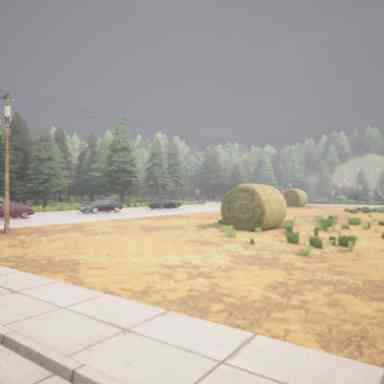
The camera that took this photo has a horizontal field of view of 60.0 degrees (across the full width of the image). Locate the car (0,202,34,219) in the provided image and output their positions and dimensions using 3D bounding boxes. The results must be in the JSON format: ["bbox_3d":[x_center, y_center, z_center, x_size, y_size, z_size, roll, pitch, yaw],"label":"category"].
[{"bbox_3d":[-15.467,1.560,27.353,1.812,1.442,4.674,0,0,37],"label":"car"}]

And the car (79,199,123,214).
[{"bbox_3d":[-9.589,1.526,35.276,2.128,1.511,4.902,0,0,37],"label":"car"}]

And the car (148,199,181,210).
[{"bbox_3d":[-3.525,1.635,43.432,1.895,1.301,4.718,0,0,37],"label":"car"}]
